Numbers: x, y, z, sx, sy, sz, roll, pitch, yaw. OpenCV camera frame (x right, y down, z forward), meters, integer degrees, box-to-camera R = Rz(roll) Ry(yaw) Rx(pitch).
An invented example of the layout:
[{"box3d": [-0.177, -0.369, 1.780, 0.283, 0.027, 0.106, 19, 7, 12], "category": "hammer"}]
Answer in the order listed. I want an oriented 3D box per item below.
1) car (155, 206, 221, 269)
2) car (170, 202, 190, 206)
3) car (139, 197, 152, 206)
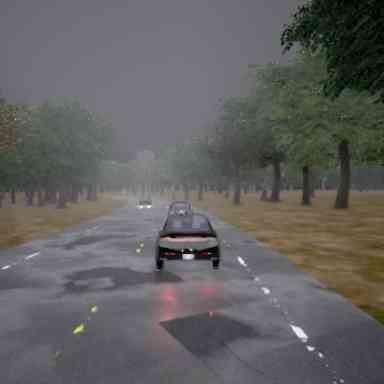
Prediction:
[{"box3d": [-0.167, 1.433, 10.964, 2.128, 1.511, 4.902, 0, 0, -2], "category": "car"}, {"box3d": [-0.906, 1.434, 25.341, 2.033, 1.411, 5.357, 0, 0, -4], "category": "car"}, {"box3d": [-7.351, 1.439, 52.577, 1.994, 1.385, 4.181, 0, 0, -8], "category": "car"}]
